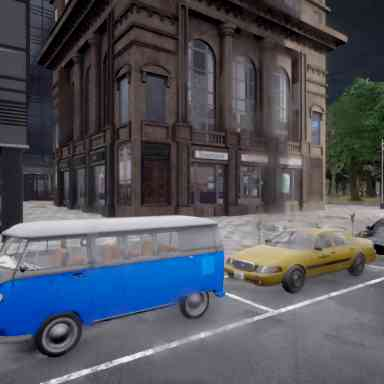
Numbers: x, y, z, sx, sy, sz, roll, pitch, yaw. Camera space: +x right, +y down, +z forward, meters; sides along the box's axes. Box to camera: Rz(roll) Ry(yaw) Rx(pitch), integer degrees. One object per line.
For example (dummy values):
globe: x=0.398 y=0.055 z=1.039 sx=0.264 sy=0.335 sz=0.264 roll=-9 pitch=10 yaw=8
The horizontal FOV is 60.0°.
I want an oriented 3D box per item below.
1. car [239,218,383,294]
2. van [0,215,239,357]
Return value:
car: x=3.005 y=1.526 z=8.789 sx=4.829 sy=1.417 sz=1.752 roll=0 pitch=0 yaw=-35
van: x=-1.286 y=1.341 z=5.733 sx=3.998 sy=1.788 sz=1.690 roll=0 pitch=0 yaw=-35
